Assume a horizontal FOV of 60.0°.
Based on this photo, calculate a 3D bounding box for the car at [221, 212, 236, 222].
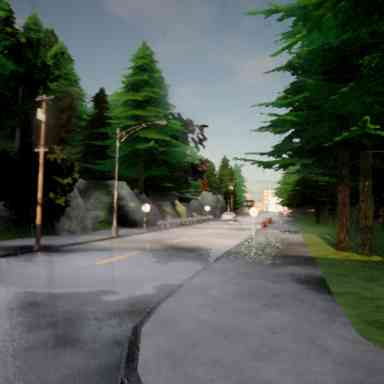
[{"bbox_3d":[5.982,4.008,54.020,1.812,1.442,4.674,1,-3,16],"label":"car"}]
